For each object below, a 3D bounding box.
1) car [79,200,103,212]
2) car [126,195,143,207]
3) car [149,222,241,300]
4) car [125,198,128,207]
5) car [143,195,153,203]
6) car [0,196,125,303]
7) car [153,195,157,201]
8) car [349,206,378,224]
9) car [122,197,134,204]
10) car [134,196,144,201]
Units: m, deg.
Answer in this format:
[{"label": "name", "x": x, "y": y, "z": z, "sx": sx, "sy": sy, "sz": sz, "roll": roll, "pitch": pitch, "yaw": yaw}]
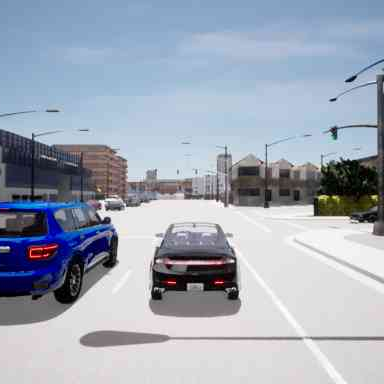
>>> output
[{"label": "car", "x": -14.136, "y": 1.862, "z": 46.910, "sx": 1.882, "sy": 1.535, "sz": 5.008, "roll": 0, "pitch": -1, "yaw": 0}, {"label": "car", "x": -10.615, "y": 1.771, "z": 59.801, "sx": 2.097, "sy": 1.767, "sz": 4.553, "roll": 0, "pitch": 0, "yaw": 0}, {"label": "car", "x": 0.062, "y": 1.507, "z": 8.422, "sx": 2.128, "sy": 1.511, "sz": 4.902, "roll": 0, "pitch": 0, "yaw": 0}, {"label": "car", "x": -10.631, "y": 1.938, "z": 46.126, "sx": 1.994, "sy": 1.385, "sz": 4.181, "roll": 0, "pitch": 0, "yaw": 0}, {"label": "car", "x": -10.557, "y": 1.749, "z": 74.789, "sx": 1.837, "sy": 1.490, "sz": 4.892, "roll": 0, "pitch": 1, "yaw": 0}, {"label": "car", "x": -3.439, "y": 1.240, "z": 8.379, "sx": 2.150, "sy": 2.045, "sz": 5.566, "roll": 0, "pitch": 0, "yaw": 0}, {"label": "car", "x": -10.569, "y": 1.704, "z": 90.246, "sx": 1.837, "sy": 1.490, "sz": 4.892, "roll": 0, "pitch": 0, "yaw": 0}, {"label": "car", "x": 15.081, "y": 1.686, "z": 25.544, "sx": 5.357, "sy": 1.411, "sz": 2.033, "roll": 0, "pitch": -1, "yaw": 0}, {"label": "car", "x": -14.055, "y": 1.866, "z": 73.215, "sx": 1.895, "sy": 1.301, "sz": 4.718, "roll": 0, "pitch": 1, "yaw": 0}, {"label": "car", "x": -14.067, "y": 1.691, "z": 88.561, "sx": 1.837, "sy": 1.490, "sz": 4.892, "roll": 0, "pitch": 0, "yaw": 0}]
